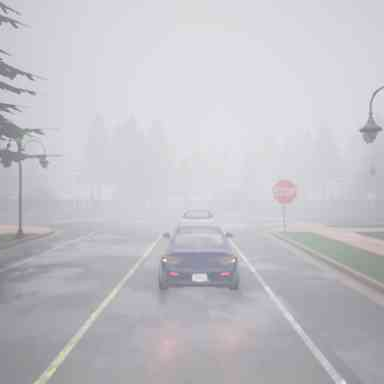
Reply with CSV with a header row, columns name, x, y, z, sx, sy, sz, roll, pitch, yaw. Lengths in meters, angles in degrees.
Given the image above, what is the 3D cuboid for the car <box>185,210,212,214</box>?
name,x,y,z,sx,sy,sz,roll,pitch,yaw
car,0.387,1.692,19.138,1.895,1.301,4.718,0,-1,4

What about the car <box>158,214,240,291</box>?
name,x,y,z,sx,sy,sz,roll,pitch,yaw
car,0.162,1.562,8.981,1.812,1.442,4.674,0,0,0
